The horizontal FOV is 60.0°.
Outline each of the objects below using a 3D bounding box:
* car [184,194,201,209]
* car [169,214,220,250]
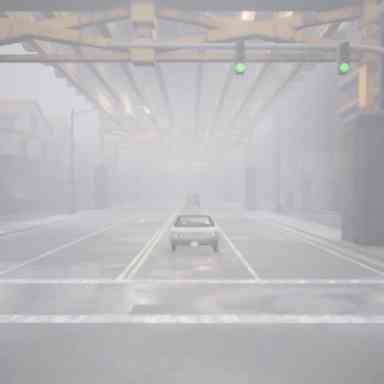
[{"bbox_3d":[0.076,1.218,46.239,2.150,2.045,5.566,0,0,0],"label":"car"},{"bbox_3d":[0.093,1.620,14.499,1.895,1.301,4.718,0,0,0],"label":"car"}]
